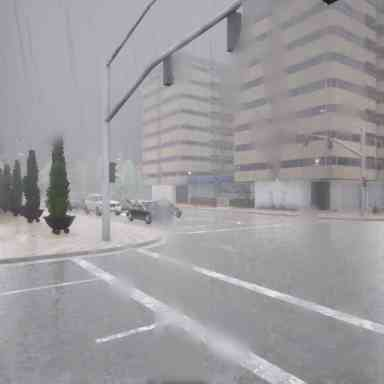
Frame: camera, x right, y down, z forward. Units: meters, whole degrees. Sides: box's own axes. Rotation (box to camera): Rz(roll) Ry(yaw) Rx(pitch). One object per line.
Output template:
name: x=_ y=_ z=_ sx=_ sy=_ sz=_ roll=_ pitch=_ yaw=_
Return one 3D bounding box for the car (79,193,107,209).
car: x=-13.759 y=1.221 z=45.914 sx=2.150 sy=2.045 sz=5.566 roll=0 pitch=0 yaw=-34

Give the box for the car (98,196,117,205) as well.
car: x=-15.465 y=1.526 z=60.874 sx=1.812 sy=1.442 sz=4.674 roll=0 pitch=0 yaw=-35

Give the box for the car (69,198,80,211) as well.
car: x=-14.506 y=1.526 z=40.826 sx=1.812 sy=1.442 sz=4.674 roll=0 pitch=0 yaw=-35

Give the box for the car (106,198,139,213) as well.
car: x=-7.859 y=1.505 z=37.431 sx=1.837 sy=1.490 sz=4.892 roll=0 pitch=0 yaw=-35

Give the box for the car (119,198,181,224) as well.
car: x=-3.241 y=1.491 z=24.710 sx=2.128 sy=1.511 sz=4.902 roll=0 pitch=0 yaw=-35

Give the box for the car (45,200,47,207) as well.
car: x=-20.475 y=1.478 z=49.455 sx=1.882 sy=1.535 sz=5.008 roll=0 pitch=0 yaw=-34

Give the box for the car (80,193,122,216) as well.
car: x=-8.894 y=1.222 z=32.798 sx=2.150 sy=2.045 sz=5.566 roll=0 pitch=0 yaw=-35
